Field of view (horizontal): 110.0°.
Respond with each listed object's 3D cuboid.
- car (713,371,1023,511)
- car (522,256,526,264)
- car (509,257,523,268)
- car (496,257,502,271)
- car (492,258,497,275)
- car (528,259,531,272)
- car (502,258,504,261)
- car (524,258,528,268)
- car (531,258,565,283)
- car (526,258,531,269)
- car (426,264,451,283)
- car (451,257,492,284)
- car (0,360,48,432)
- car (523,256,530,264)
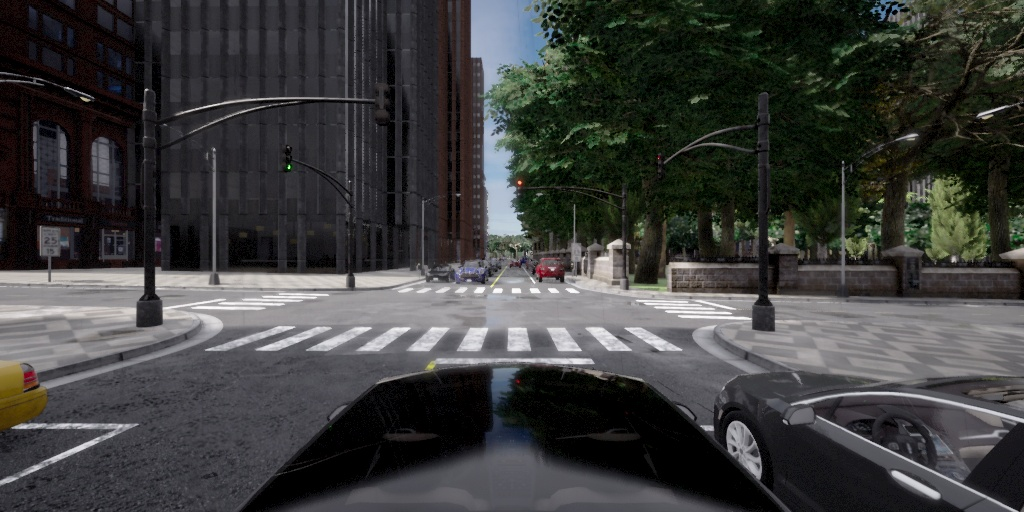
[{"bbox_3d":[2.760,1.300,1.716,2.007,1.370,4.403,0,0,0],"label":"car"},{"bbox_3d":[3.211,1.237,61.118,1.967,1.591,4.097,0,0,0],"label":"car"},{"bbox_3d":[0.536,1.323,61.252,1.812,1.442,4.674,0,0,0],"label":"car"},{"bbox_3d":[-2.764,1.270,45.439,2.128,1.511,4.902,0,0,0],"label":"car"},{"bbox_3d":[-2.842,1.273,35.942,1.837,1.490,4.892,0,0,1],"label":"car"},{"bbox_3d":[3.046,1.338,39.292,1.948,1.339,4.313,0,0,0],"label":"car"},{"bbox_3d":[-2.664,1.355,55.429,1.994,1.385,4.181,0,0,1],"label":"car"},{"bbox_3d":[3.129,1.335,50.205,2.007,1.370,4.403,0,0,0],"label":"car"},{"bbox_3d":[2.963,1.075,28.380,2.192,1.841,5.009,0,0,0],"label":"car"},{"bbox_3d":[3.087,1.329,44.748,2.007,1.370,4.403,0,0,0],"label":"car"},{"bbox_3d":[-5.562,1.326,28.436,1.948,1.339,4.313,0,0,0],"label":"car"},{"bbox_3d":[-2.912,1.112,26.839,2.097,1.767,4.553,0,0,0],"label":"car"},{"bbox_3d":[-5.766,1.275,1.602,1.751,1.417,4.829,0,0,0],"label":"car"},{"bbox_3d":[3.170,1.231,55.661,1.967,1.591,4.097,0,0,0],"label":"car"}]
